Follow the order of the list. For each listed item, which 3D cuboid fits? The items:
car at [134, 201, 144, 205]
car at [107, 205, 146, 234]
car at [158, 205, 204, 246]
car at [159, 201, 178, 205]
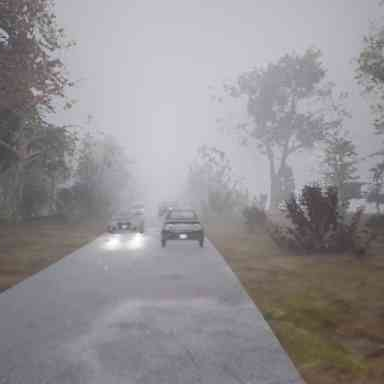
[{"bbox_3d":[-9.864,2.398,61.974,1.882,1.535,5.008,0,-2,-9],"label":"car"},{"bbox_3d":[-3.764,1.677,19.764,1.994,1.385,4.181,0,-1,-5],"label":"car"},{"bbox_3d":[-0.507,1.571,15.682,2.128,1.511,4.902,0,-1,-4],"label":"car"},{"bbox_3d":[-2.364,1.669,33.978,2.097,1.767,4.553,0,-1,-7],"label":"car"}]
